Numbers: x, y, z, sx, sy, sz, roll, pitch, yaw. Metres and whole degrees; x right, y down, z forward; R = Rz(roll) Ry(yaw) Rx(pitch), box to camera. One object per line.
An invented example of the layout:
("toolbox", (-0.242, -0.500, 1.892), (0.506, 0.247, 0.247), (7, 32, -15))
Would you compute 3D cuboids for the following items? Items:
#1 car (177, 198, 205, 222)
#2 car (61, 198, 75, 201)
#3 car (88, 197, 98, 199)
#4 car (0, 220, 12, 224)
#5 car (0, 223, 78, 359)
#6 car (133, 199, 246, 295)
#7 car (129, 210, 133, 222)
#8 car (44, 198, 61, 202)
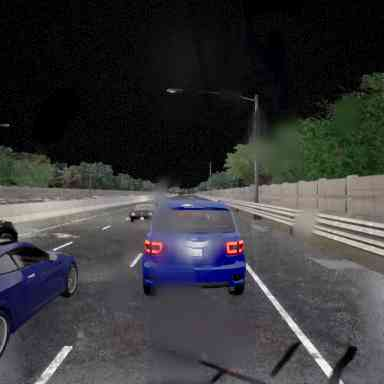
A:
("car", (-0.136, 1.375, 27.477), (2.097, 1.767, 4.553), (0, 0, -1))
("car", (-21.526, 1.382, 60.228), (1.994, 1.385, 4.181), (0, 0, -1))
("car", (-18.026, 1.625, 60.226), (1.895, 1.301, 4.718), (0, 0, -1))
("car", (-6.976, 1.224, 8.949), (2.150, 2.045, 5.566), (0, 0, -1))
("car", (-3.459, 1.527, 5.625), (1.812, 1.442, 4.674), (0, 0, -1))
("car", (0.023, 1.224, 8.860), (2.150, 2.045, 5.566), (0, 0, 0))
("car", (-3.628, 1.621, 26.174), (1.895, 1.301, 4.718), (0, 0, -1))
("car", (-25.025, 1.779, 60.164), (1.895, 1.301, 4.718), (0, 0, -1))
